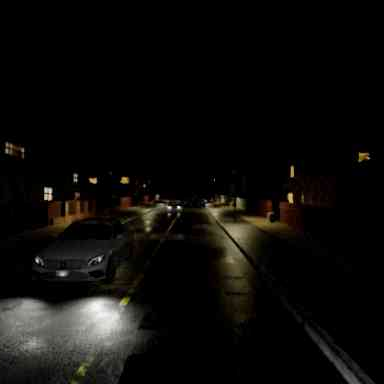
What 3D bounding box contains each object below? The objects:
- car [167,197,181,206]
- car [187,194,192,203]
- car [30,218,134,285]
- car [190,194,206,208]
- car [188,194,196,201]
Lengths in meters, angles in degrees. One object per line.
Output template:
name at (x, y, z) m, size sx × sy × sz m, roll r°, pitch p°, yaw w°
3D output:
car at (-2.822, 1.505, 53.559) m, size 1.812 × 1.442 × 4.674 m, roll 0°, pitch 0°, yaw 0°
car at (-0.012, 1.541, 65.293) m, size 1.994 × 1.385 × 4.181 m, roll 0°, pitch 0°, yaw 0°
car at (-2.852, 1.527, 9.663) m, size 1.812 × 1.442 × 4.674 m, roll 0°, pitch 0°, yaw 0°
car at (0.953, 1.461, 47.535) m, size 1.882 × 1.535 × 5.008 m, roll 0°, pitch 0°, yaw 0°
car at (-0.014, 1.336, 77.817) m, size 1.837 × 1.490 × 4.892 m, roll 0°, pitch 0°, yaw 0°
